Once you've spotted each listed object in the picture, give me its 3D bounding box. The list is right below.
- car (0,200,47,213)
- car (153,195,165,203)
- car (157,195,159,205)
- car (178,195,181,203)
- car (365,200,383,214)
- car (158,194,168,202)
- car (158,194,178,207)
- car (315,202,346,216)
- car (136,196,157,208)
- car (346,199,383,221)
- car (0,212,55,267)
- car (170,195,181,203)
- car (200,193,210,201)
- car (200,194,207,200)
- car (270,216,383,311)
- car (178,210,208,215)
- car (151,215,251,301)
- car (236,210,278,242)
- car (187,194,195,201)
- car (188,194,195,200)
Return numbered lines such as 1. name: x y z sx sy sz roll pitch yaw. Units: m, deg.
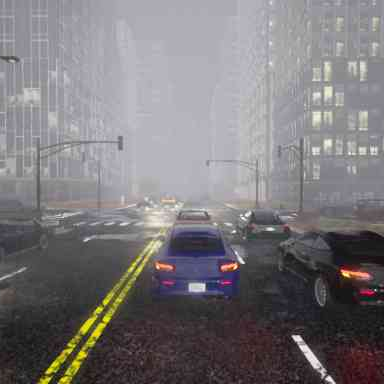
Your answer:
1. car: -16.514 1.417 31.048 5.357 1.411 2.033 1 1 -1
2. car: -6.666 1.448 66.937 1.837 1.490 4.892 0 0 0
3. car: -6.703 1.460 57.583 1.837 1.490 4.892 0 0 0
4. car: -3.452 1.554 58.624 1.895 1.301 4.718 0 0 0
5. car: 21.734 1.643 36.240 4.829 1.417 1.752 1 0 1
6. car: -6.664 1.285 76.862 2.097 1.767 4.553 0 0 0
7. car: -3.447 1.442 49.245 1.882 1.535 5.008 0 0 0
8. car: 15.030 1.702 33.729 4.718 1.301 1.895 0 1 1
9. car: -6.699 1.513 47.845 2.033 1.411 5.357 0 0 0
10. car: 16.143 1.519 27.942 5.009 1.841 2.192 1 0 1
11. car: -6.577 1.595 11.416 1.895 1.301 4.718 0 0 1
12. car: -3.398 1.418 69.151 1.882 1.535 5.008 0 0 0
13. car: 3.084 1.143 78.733 2.150 2.045 5.566 0 0 0
14. car: 3.061 1.337 89.151 1.895 1.301 4.718 0 0 0
15. car: 3.336 1.522 7.621 1.812 1.442 4.674 0 0 0
16. car: 0.066 1.591 17.350 1.895 1.301 4.718 0 0 0
17. car: 0.084 1.522 8.184 1.812 1.442 4.674 0 0 0
18. car: 3.320 1.555 16.190 1.994 1.385 4.181 0 0 -1
19. car: -0.168 1.514 79.142 1.895 1.301 4.718 0 0 0
20. car: -0.190 1.267 89.114 1.812 1.442 4.674 0 0 0
